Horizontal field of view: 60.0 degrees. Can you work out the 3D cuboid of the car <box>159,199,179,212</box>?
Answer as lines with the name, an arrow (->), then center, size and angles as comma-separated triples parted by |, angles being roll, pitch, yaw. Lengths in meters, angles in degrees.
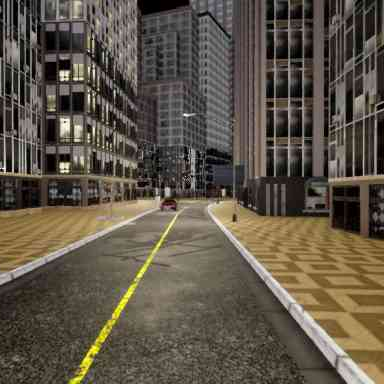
car -> -2.691, 1.565, 39.352 | 1.812, 1.442, 4.674 | 0, 0, 1
